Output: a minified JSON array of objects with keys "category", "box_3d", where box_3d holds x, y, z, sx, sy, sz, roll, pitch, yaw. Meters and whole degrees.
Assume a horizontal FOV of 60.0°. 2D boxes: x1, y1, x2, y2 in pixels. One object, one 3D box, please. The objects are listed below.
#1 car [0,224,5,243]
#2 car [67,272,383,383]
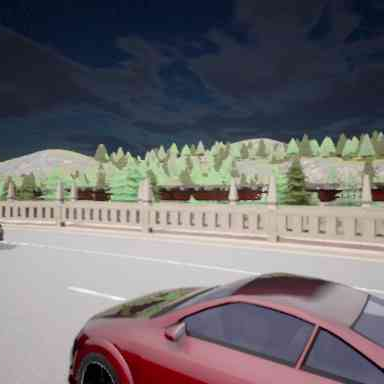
[{"category":"car","box_3d":[-9.552,1.515,13.384,4.674,1.442,1.812,0,0,27]},{"category":"car","box_3d":[0.688,1.551,3.276,4.181,1.385,1.994,0,0,35]}]
